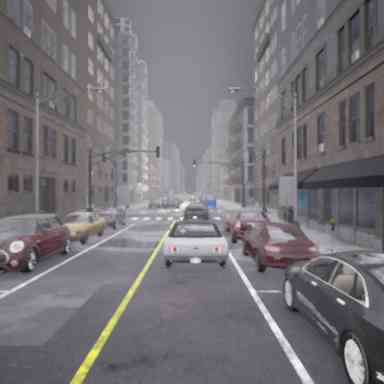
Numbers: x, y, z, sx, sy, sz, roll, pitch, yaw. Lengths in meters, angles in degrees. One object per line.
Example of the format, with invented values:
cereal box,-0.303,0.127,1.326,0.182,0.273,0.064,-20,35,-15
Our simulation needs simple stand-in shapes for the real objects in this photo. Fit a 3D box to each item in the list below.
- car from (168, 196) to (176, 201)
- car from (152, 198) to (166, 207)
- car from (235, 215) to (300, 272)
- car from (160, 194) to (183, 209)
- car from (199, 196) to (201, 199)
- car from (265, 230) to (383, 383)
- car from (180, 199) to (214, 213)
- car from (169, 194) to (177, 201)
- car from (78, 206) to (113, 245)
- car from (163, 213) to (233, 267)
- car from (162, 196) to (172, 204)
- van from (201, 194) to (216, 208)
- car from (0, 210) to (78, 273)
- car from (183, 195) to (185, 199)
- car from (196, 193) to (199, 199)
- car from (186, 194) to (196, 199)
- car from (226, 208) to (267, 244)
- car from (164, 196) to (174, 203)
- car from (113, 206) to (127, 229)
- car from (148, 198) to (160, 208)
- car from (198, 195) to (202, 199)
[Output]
car,-5.325,1.742,88.421,1.947,1.339,4.313,0,0,0
car,-5.350,1.663,54.329,1.887,1.381,4.507,0,0,0
car,2.643,1.606,10.532,1.802,1.307,4.206,0,0,0
car,-2.863,1.455,47.033,2.097,1.767,4.553,0,0,1
car,2.679,1.713,60.013,1.802,1.307,4.206,0,0,0
car,2.639,1.562,5.013,2.008,1.369,4.403,0,0,0
car,0.502,1.562,26.058,1.837,1.490,4.892,0,0,7
car,-5.321,1.499,94.103,2.192,1.841,5.009,0,0,0
car,-5.378,1.561,15.878,1.752,1.417,4.829,0,0,0
car,0.107,1.627,11.484,1.895,1.301,4.718,0,0,0
car,-5.338,1.676,71.206,1.752,1.417,4.829,0,0,0
van,2.671,1.447,48.651,1.690,1.788,3.998,0,0,0
car,-5.382,1.463,10.531,1.967,1.590,4.097,0,0,0
car,-2.763,1.671,56.890,2.033,1.411,5.357,0,0,0
car,2.692,1.475,77.058,2.192,1.841,5.009,0,0,0
car,0.055,1.692,78.366,2.033,1.411,5.357,0,0,0
car,2.647,1.476,16.051,1.967,1.590,4.097,0,0,0
car,-5.334,1.725,77.057,1.947,1.339,4.313,0,0,0
car,-5.374,1.598,21.566,2.008,1.369,4.403,0,0,0
car,-5.354,1.657,48.648,2.008,1.369,4.403,0,0,0
car,2.687,1.733,71.376,1.802,1.307,4.206,0,0,0
